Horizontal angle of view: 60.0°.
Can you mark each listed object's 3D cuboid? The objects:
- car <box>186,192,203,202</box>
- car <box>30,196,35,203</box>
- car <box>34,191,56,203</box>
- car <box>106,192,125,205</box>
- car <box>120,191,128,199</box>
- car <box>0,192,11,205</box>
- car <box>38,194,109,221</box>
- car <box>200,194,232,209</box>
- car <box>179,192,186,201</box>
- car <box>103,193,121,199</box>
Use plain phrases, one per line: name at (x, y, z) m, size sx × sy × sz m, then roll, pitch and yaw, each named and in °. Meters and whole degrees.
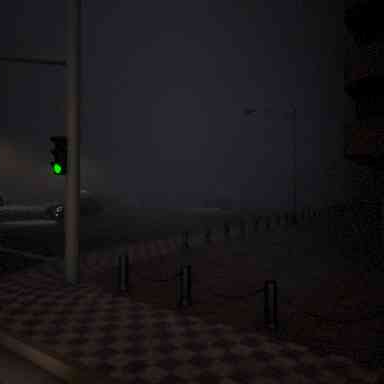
car at (1.427, 0.931, 64.849) m, size 1.932 × 1.855 × 4.605 m, roll 1°, pitch 0°, yaw 36°
car at (-29.368, 0.951, 65.676) m, size 1.784 × 1.438 × 3.905 m, roll 1°, pitch 0°, yaw 36°
car at (-27.061, 0.763, 63.920) m, size 1.932 × 1.855 × 4.605 m, roll 1°, pitch 0°, yaw 36°
car at (-13.343, 1.132, 54.058) m, size 1.970 × 1.475 × 3.806 m, roll 1°, pitch 0°, yaw 36°
car at (-16.776, 0.765, 78.103) m, size 1.905 × 1.878 × 3.866 m, roll 1°, pitch 0°, yaw 36°
car at (-26.889, 1.088, 45.235) m, size 1.970 × 1.475 × 3.806 m, roll 1°, pitch 0°, yaw 36°
car at (-9.235, 1.236, 26.239) m, size 2.097 × 1.767 × 4.553 m, roll 1°, pitch 0°, yaw 36°
car at (3.582, 1.390, 43.963) m, size 1.837 × 1.490 × 4.892 m, roll 1°, pitch 0°, yaw 36°
car at (-0.882, 0.913, 66.594) m, size 1.905 × 1.878 × 3.866 m, roll 1°, pitch 0°, yaw 36°
car at (-19.113, 0.983, 79.816) m, size 1.970 × 1.475 × 3.806 m, roll 1°, pitch 0°, yaw 36°
